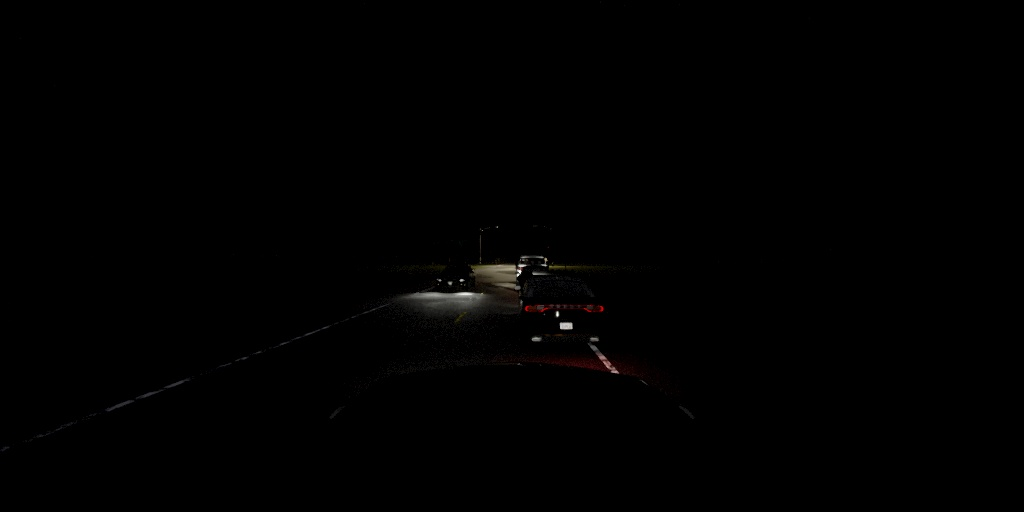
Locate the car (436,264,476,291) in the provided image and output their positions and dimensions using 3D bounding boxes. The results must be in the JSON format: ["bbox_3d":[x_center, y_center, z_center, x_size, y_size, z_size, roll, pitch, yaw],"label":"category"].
[{"bbox_3d":[-3.331,1.252,22.020,1.837,1.490,4.892,0,0,1],"label":"car"}]

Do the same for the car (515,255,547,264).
[{"bbox_3d":[1.391,0.968,25.521,2.150,2.045,5.566,0,0,2],"label":"car"}]

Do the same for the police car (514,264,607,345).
[{"bbox_3d":[1.095,1.175,9.651,1.930,1.638,5.238,0,0,1],"label":"police car"}]

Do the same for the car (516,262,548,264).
[{"bbox_3d":[1.247,1.253,19.511,1.837,1.490,4.892,0,0,1],"label":"car"}]
